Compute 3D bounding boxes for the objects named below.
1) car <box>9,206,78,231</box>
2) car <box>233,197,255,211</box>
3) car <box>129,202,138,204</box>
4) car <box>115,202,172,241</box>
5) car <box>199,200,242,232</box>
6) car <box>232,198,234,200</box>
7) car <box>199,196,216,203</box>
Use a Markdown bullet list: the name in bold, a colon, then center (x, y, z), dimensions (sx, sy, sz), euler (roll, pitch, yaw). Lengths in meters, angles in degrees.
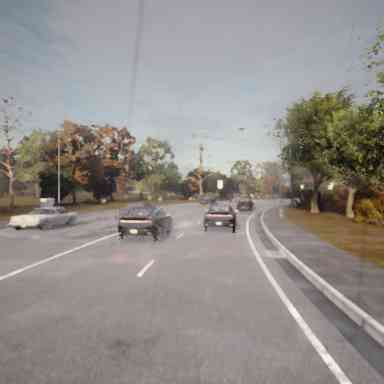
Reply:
- **car**: center (-8.997, 1.585, 20.573), dimensions (1.895, 1.301, 4.718), euler (0, 0, 8)
- **car**: center (6.821, 1.572, 41.954), dimensions (1.837, 1.490, 4.892), euler (0, 0, 17)
- **car**: center (-4.398, 1.553, 26.997), dimensions (2.033, 1.411, 5.357), euler (0, 0, 11)
- **car**: center (-2.222, 1.499, 16.730), dimensions (2.128, 1.511, 4.902), euler (0, 0, 7)
- **car**: center (1.844, 1.519, 20.643), dimensions (2.128, 1.511, 4.902), euler (0, 0, 9)
- **car**: center (9.132, 1.672, 66.611), dimensions (1.812, 1.442, 4.674), euler (0, 0, 27)
- **car**: center (2.889, 1.534, 61.605), dimensions (1.882, 1.535, 5.008), euler (0, 0, 24)
